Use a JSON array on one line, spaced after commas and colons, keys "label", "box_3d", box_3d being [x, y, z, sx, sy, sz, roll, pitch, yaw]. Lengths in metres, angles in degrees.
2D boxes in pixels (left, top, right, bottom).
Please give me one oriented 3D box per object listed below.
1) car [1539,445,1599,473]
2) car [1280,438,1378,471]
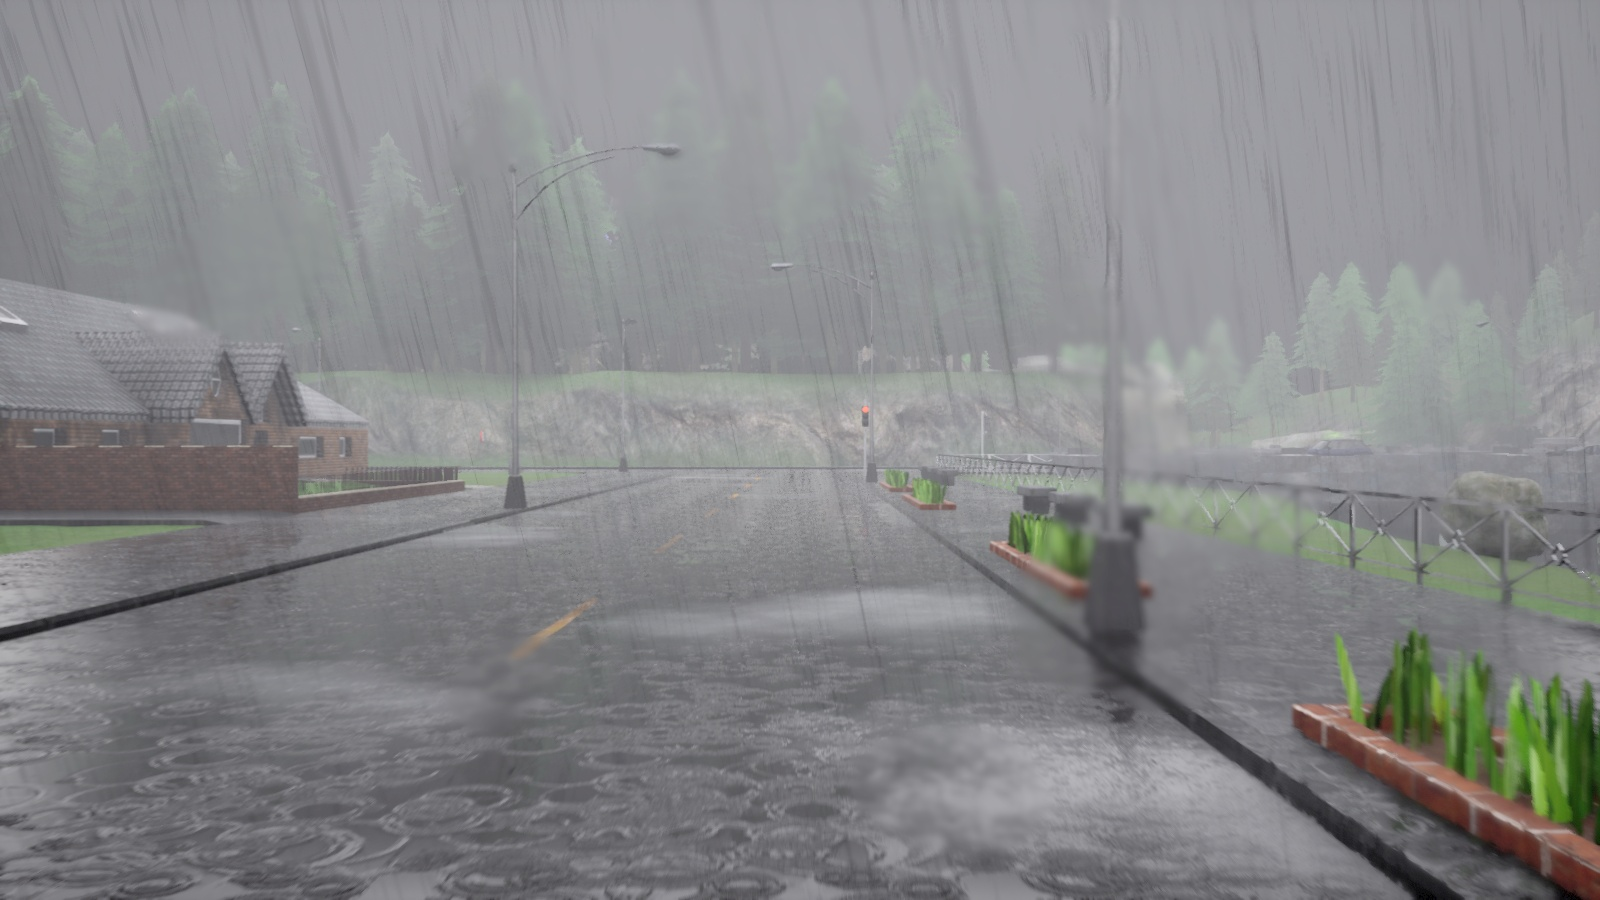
[{"label": "car", "box_3d": [41.833, 0.459, 65.463, 5.357, 1.411, 2.033, 0, 0, 0]}, {"label": "car", "box_3d": [29.265, 0.237, 69.536, 4.553, 1.767, 2.097, 0, 0, 0]}]
